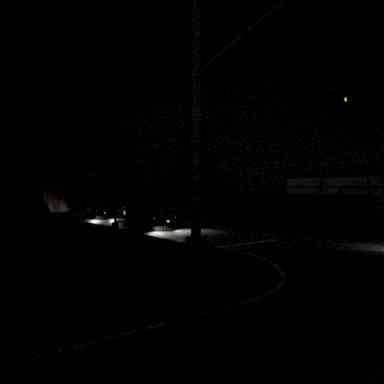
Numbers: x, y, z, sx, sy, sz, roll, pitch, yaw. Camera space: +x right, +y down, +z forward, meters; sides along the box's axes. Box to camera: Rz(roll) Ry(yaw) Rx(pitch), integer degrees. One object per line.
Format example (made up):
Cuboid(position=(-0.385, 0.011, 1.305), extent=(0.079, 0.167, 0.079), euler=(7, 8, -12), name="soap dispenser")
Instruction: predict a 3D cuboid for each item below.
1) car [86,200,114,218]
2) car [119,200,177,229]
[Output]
Cuboid(position=(-8.378, 1.504, 30.099), extent=(1.837, 1.490, 4.892), euler=(0, 0, -26), name="car")
Cuboid(position=(-2.846, 1.504, 21.858), extent=(1.837, 1.490, 4.892), euler=(0, 0, -36), name="car")
